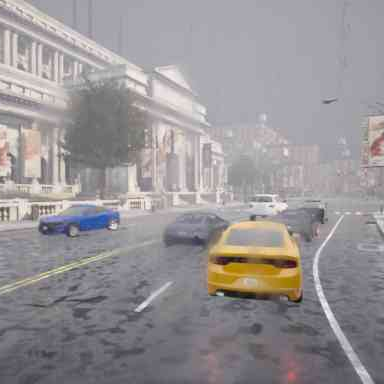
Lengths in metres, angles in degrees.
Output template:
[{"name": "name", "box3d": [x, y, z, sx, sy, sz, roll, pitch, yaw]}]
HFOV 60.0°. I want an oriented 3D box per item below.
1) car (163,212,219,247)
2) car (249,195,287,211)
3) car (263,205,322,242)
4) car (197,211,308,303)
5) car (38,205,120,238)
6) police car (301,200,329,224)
[{"name": "car", "box3d": [0.389, 1.564, 14.705, 1.994, 1.385, 4.181, 0, 0, 23]}, {"name": "car", "box3d": [6.284, 1.221, 26.982, 2.150, 2.045, 5.566, 0, 0, 27]}, {"name": "car", "box3d": [5.137, 1.564, 16.715, 1.994, 1.385, 4.181, 0, 0, 26]}, {"name": "car", "box3d": [1.687, 1.478, 8.412, 1.882, 1.535, 5.008, 0, 0, 15]}, {"name": "car", "box3d": [-5.995, 1.478, 18.217, 1.882, 1.535, 5.008, 0, 0, 25]}, {"name": "police car", "box3d": [9.132, 1.425, 25.075, 1.930, 1.638, 5.238, 0, 0, 27]}]
